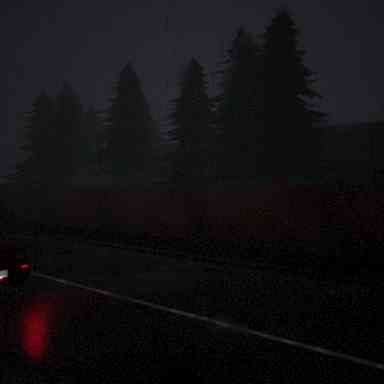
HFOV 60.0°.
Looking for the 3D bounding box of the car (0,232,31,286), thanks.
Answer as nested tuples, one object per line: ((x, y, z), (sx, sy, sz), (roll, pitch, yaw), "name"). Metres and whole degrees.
((-5.752, 1.508, 8.094), (4.674, 1.442, 1.812), (0, 0, 36), "car")
